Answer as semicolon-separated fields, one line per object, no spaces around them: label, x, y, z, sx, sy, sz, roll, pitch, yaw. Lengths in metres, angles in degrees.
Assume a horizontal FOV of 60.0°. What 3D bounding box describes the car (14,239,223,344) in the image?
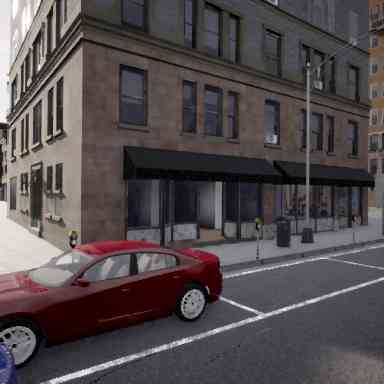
car;-1.518;1.545;5.672;4.507;1.381;1.887;0;1;-35

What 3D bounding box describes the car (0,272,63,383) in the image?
car;-3.127;1.525;1.147;4.674;1.442;1.812;0;0;-35
